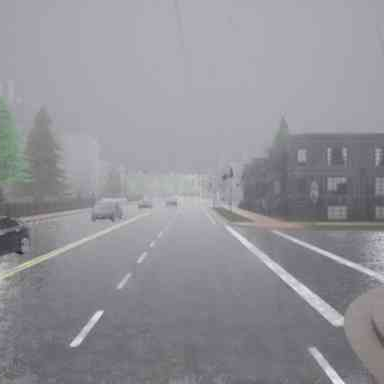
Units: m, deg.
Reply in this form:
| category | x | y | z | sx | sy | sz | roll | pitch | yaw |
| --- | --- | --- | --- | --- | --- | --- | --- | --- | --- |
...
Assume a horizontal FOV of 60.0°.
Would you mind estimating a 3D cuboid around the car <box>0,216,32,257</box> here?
| category | x | y | z | sx | sy | sz | roll | pitch | yaw |
| --- | --- | --- | --- | --- | --- | --- | --- | --- | --- |
| car | -7.103 | 1.577 | 10.981 | 1.837 | 1.490 | 4.892 | 0 | 0 | 0 |

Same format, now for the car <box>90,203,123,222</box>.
| category | x | y | z | sx | sy | sz | roll | pitch | yaw |
| --- | --- | --- | --- | --- | --- | --- | --- | --- | --- |
| car | -7.104 | 1.691 | 28.094 | 1.837 | 1.490 | 4.892 | 0 | -1 | 0 |

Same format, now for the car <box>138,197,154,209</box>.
| category | x | y | z | sx | sy | sz | roll | pitch | yaw |
| --- | --- | --- | --- | --- | --- | --- | --- | --- | --- |
| car | -7.022 | 1.901 | 51.040 | 1.994 | 1.385 | 4.181 | 0 | 0 | 0 |

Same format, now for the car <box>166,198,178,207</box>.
| category | x | y | z | sx | sy | sz | roll | pitch | yaw |
| --- | --- | --- | --- | --- | --- | --- | --- | --- | --- |
| car | -3.512 | 1.859 | 57.860 | 1.882 | 1.535 | 5.008 | 0 | 0 | 0 |
